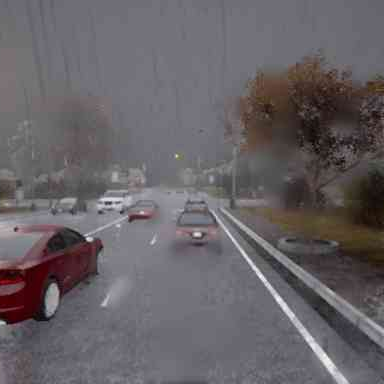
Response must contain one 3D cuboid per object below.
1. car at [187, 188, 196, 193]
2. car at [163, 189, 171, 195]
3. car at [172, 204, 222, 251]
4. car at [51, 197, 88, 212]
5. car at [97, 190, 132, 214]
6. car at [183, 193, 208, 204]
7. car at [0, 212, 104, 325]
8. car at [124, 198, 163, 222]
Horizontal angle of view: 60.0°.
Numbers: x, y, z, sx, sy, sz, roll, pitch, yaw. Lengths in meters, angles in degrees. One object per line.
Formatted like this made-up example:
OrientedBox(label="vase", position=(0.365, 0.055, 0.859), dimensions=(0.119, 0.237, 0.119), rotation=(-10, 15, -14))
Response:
OrientedBox(label="car", position=(0.148, -0.122, 95.271), dimensions=(2.128, 1.511, 4.902), rotation=(0, 1, -4))
OrientedBox(label="car", position=(-6.644, -0.017, 89.007), dimensions=(1.882, 1.535, 5.008), rotation=(0, 1, -1))
OrientedBox(label="car", position=(0.181, 1.441, 13.664), dimensions=(2.033, 1.411, 5.357), rotation=(0, 1, 0))
OrientedBox(label="car", position=(-10.347, 1.168, 28.491), dimensions=(1.812, 1.442, 4.674), rotation=(0, 1, 1))
OrientedBox(label="car", position=(-6.821, 0.847, 29.896), dimensions=(2.150, 2.045, 5.566), rotation=(0, 1, 1))
OrientedBox(label="car", position=(0.306, 1.150, 28.127), dimensions=(2.128, 1.511, 4.902), rotation=(0, 1, -1))
OrientedBox(label="car", position=(-3.347, 1.434, 7.167), dimensions=(1.882, 1.535, 5.008), rotation=(0, 0, 0))
OrientedBox(label="car", position=(-3.250, 1.296, 23.816), dimensions=(1.994, 1.385, 4.181), rotation=(0, 1, 0))
